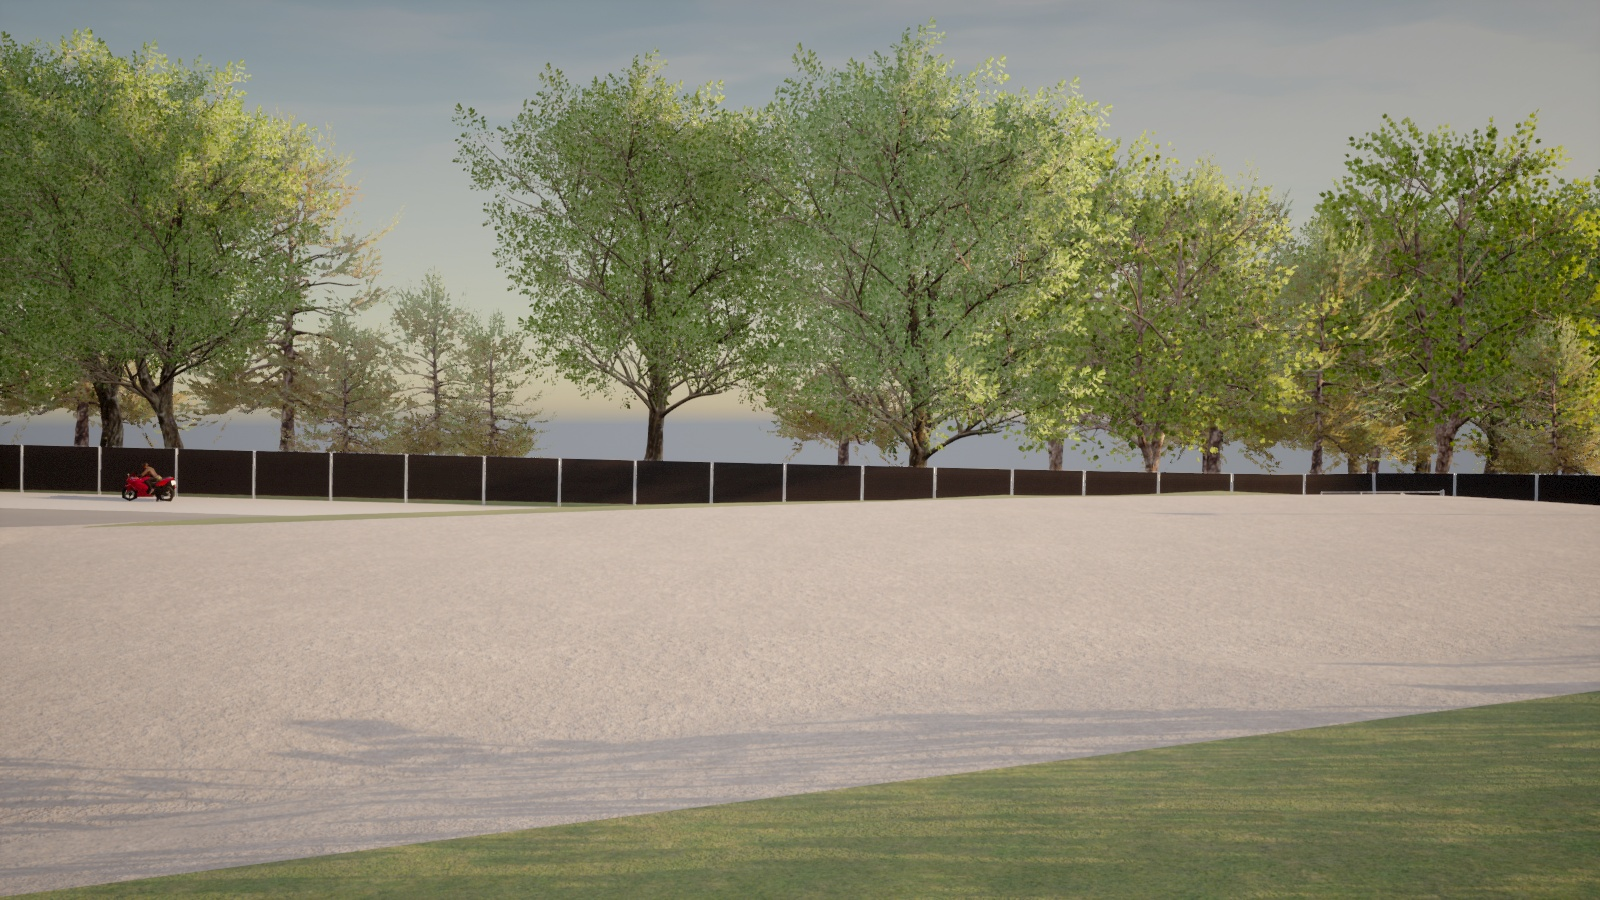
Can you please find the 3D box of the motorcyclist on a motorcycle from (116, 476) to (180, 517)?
[{"bbox_3d":[-25.090,1.779,48.363,2.044,1.523,0.797,0,1,-2],"label":"motorcyclist on a motorcycle"}]
